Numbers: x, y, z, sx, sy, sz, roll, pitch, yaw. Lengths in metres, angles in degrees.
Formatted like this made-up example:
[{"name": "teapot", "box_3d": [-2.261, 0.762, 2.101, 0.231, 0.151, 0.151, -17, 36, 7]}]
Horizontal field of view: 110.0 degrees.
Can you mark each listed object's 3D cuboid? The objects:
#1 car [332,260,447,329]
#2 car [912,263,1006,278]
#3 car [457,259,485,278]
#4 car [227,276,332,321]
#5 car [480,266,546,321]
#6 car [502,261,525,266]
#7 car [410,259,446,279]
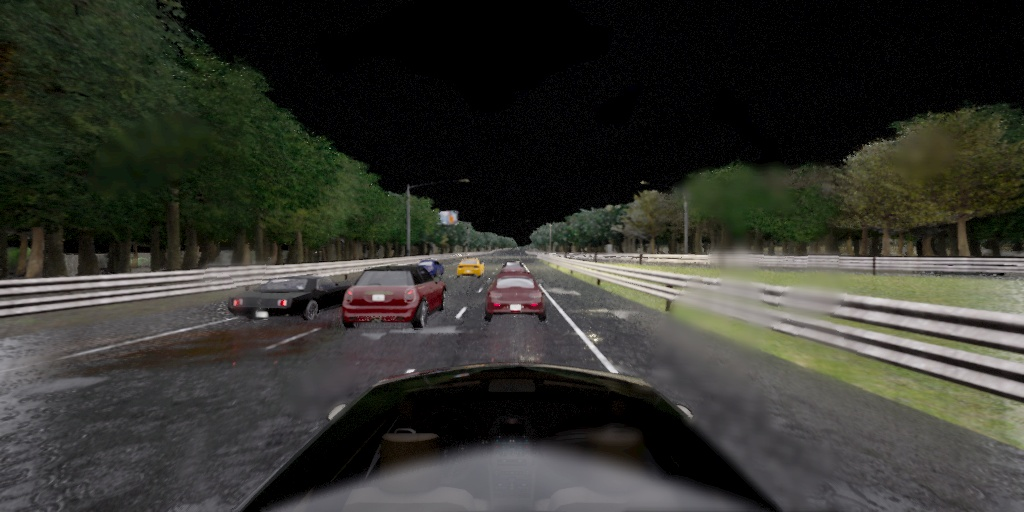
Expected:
[{"name": "car", "box_3d": [-3.402, 1.069, 11.277, 2.097, 1.767, 4.553, 0, 0, 0]}, {"name": "car", "box_3d": [31.274, 0.767, 25.264, 1.994, 1.385, 4.181, 0, 0, -39]}, {"name": "car", "box_3d": [-3.401, 0.980, 30.276, 1.882, 1.535, 5.008, 0, 1, 0]}, {"name": "car", "box_3d": [-6.907, 1.312, 12.141, 1.895, 1.301, 4.718, 0, 0, 0]}, {"name": "car", "box_3d": [0.099, 1.236, 12.222, 1.812, 1.442, 4.674, 0, 0, 0]}, {"name": "car", "box_3d": [0.098, 1.085, 29.205, 1.994, 1.385, 4.181, 0, 1, 0]}, {"name": "car", "box_3d": [-6.888, 1.035, 29.881, 1.812, 1.442, 4.674, 0, 1, 0]}]
